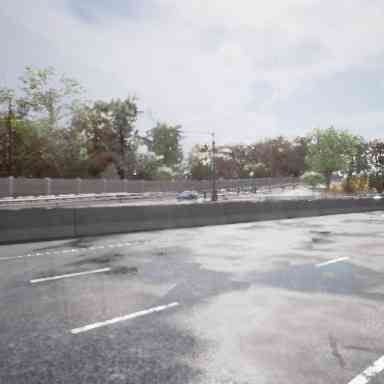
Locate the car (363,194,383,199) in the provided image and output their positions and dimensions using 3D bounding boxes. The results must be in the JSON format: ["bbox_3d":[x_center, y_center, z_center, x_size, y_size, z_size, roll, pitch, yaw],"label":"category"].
[{"bbox_3d":[29.240,1.379,51.762,5.357,1.411,2.033,0,0,-39],"label":"car"}]

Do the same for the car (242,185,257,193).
[{"bbox_3d":[13.936,-0.528,80.241,2.150,2.045,5.566,0,3,31],"label":"car"}]

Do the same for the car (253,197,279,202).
[{"bbox_3d":[10.048,1.351,44.938,4.181,1.385,1.994,0,0,-40],"label":"car"}]

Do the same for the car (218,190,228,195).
[{"bbox_3d":[6.370,0.378,66.780,1.994,1.385,4.181,0,2,28],"label":"car"}]

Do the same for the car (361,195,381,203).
[{"bbox_3d":[35.770,1.275,66.301,4.892,1.490,1.837,0,0,-40],"label":"car"}]

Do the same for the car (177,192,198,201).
[{"bbox_3d":[-0.677,0.654,52.934,1.812,1.442,4.674,0,1,27],"label":"car"}]

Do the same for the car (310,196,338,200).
[{"bbox_3d":[15.290,1.339,40.195,4.892,1.490,1.837,1,0,-40],"label":"car"}]
